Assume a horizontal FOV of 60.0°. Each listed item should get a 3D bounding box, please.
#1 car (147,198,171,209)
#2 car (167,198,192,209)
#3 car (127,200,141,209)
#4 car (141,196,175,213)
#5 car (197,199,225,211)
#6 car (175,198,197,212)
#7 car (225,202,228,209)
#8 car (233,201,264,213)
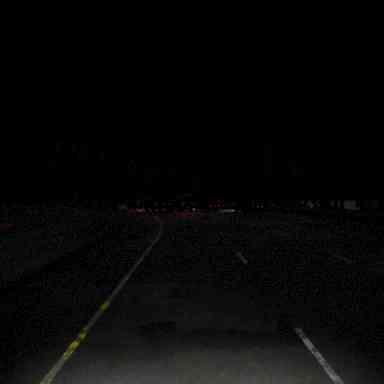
[{"bbox_3d":[-5.279,1.804,52.949,1.882,1.535,5.008,0,0,-30],"label":"car"},{"bbox_3d":[-2.105,1.813,54.431,1.882,1.535,5.008,0,0,-30],"label":"car"},{"bbox_3d":[-8.506,1.919,51.558,1.895,1.301,4.718,0,0,-30],"label":"car"},{"bbox_3d":[-4.283,1.477,41.481,2.150,2.045,5.566,0,0,-22],"label":"car"},{"bbox_3d":[1.973,1.823,44.743,2.033,1.411,5.357,0,0,-22],"label":"car"},{"bbox_3d":[-1.341,1.795,43.616,1.812,1.442,4.674,0,0,-22],"label":"car"},{"bbox_3d":[3.665,1.835,50.147,1.812,1.442,4.674,0,0,-26],"label":"car"},{"bbox_3d":[6.887,1.800,40.926,2.033,1.411,5.357,0,0,-18],"label":"car"}]
